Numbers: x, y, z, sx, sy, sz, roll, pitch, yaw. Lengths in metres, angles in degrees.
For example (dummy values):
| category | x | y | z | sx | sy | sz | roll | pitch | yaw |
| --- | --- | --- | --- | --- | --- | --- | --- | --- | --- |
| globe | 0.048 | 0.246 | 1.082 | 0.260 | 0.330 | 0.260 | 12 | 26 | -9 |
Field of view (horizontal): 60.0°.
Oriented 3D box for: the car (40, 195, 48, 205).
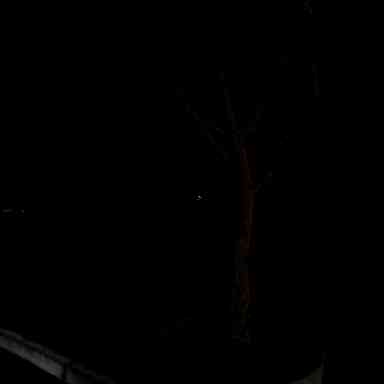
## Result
| category | x | y | z | sx | sy | sz | roll | pitch | yaw |
| --- | --- | --- | --- | --- | --- | --- | --- | --- | --- |
| car | -19.399 | 1.226 | 41.359 | 2.097 | 1.767 | 4.553 | 0 | 0 | 32 |
